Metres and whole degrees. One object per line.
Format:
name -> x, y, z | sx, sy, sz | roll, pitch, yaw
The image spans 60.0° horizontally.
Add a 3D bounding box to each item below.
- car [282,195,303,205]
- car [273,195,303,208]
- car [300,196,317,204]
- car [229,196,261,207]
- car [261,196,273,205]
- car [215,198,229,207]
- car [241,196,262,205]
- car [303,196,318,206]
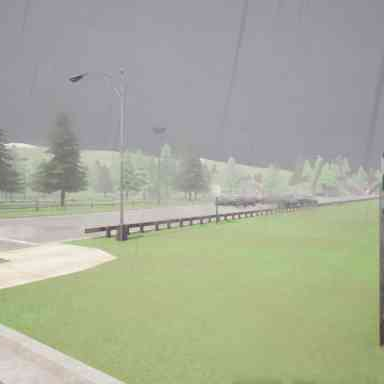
car -> 17.579, 1.352, 57.921 | 2.097, 1.767, 4.553 | 0, 0, 35
car -> 13.294, 1.505, 45.782 | 1.837, 1.490, 4.892 | 0, 0, 35
car -> 23.076, 1.526, 65.773 | 1.812, 1.442, 4.674 | 0, 0, 35
car -> 8.063, 1.491, 50.505 | 2.128, 1.511, 4.902 | 0, 0, 35
car -> 13.896, 1.491, 58.935 | 2.128, 1.511, 4.902 | 0, 0, 35
car -> 5.366, 1.564, 52.742 | 1.994, 1.385, 4.181 | 0, 0, 35
car -> 11.028, 1.478, 60.941 | 1.882, 1.535, 5.008 | 0, 0, 35
car -> 19.157, 1.505, 54.243 | 1.837, 1.490, 4.892 | 0, 0, 35
